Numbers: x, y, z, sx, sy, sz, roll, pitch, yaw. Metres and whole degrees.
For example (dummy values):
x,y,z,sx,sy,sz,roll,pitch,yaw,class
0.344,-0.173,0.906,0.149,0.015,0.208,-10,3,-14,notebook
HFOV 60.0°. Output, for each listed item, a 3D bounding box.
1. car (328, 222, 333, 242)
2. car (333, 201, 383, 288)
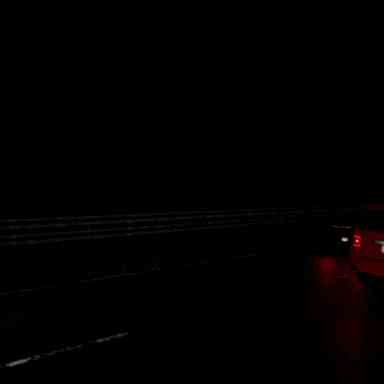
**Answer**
x,y,z,sx,sy,sz,roll,pitch,yaw,class
7.444,1.497,13.359,4.902,1.511,2.128,0,0,-36,car
6.057,1.226,8.072,5.566,2.045,2.150,0,0,-35,car
